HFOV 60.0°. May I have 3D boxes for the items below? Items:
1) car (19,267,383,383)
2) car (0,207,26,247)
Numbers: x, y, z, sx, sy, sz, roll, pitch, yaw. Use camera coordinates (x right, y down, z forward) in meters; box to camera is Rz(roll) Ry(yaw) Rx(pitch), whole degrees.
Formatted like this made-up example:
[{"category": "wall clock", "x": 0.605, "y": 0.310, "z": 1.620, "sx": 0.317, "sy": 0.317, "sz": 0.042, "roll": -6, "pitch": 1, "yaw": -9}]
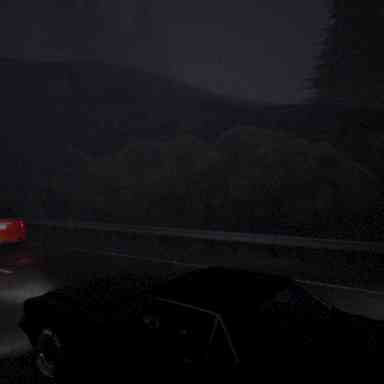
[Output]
[{"category": "car", "x": 0.057, "y": 1.597, "z": 3.831, "sx": 4.718, "sy": 1.301, "sz": 1.895, "roll": 0, "pitch": 0, "yaw": 35}, {"category": "car", "x": -8.979, "y": 1.353, "z": 13.734, "sx": 4.553, "sy": 1.767, "sz": 2.097, "roll": 0, "pitch": 0, "yaw": 31}]
